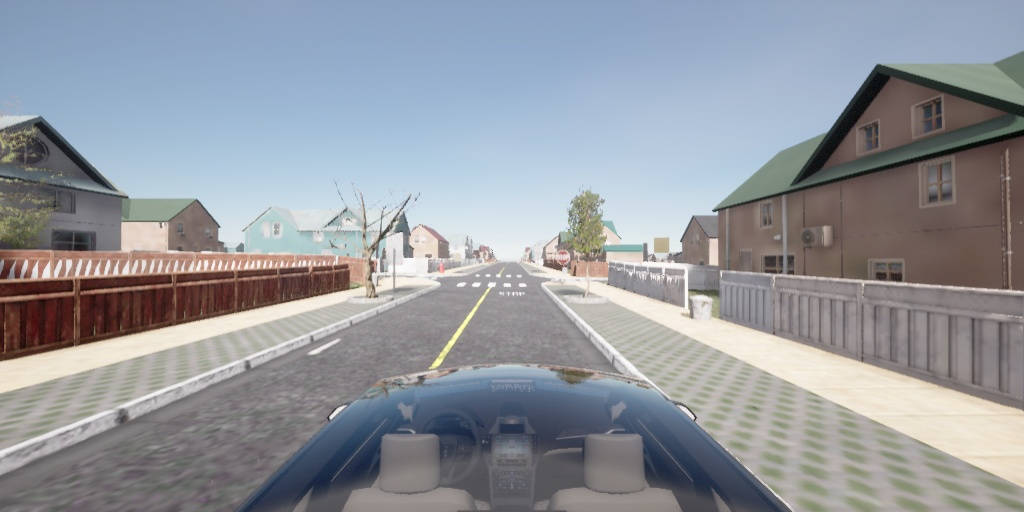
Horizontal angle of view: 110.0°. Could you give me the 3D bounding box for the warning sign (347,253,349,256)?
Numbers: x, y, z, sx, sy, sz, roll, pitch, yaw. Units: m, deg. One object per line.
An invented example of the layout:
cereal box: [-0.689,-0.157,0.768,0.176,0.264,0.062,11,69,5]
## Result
warning sign: [-15.789,0.612,34.442,1.060,1.860,1.300,0,0,0]
